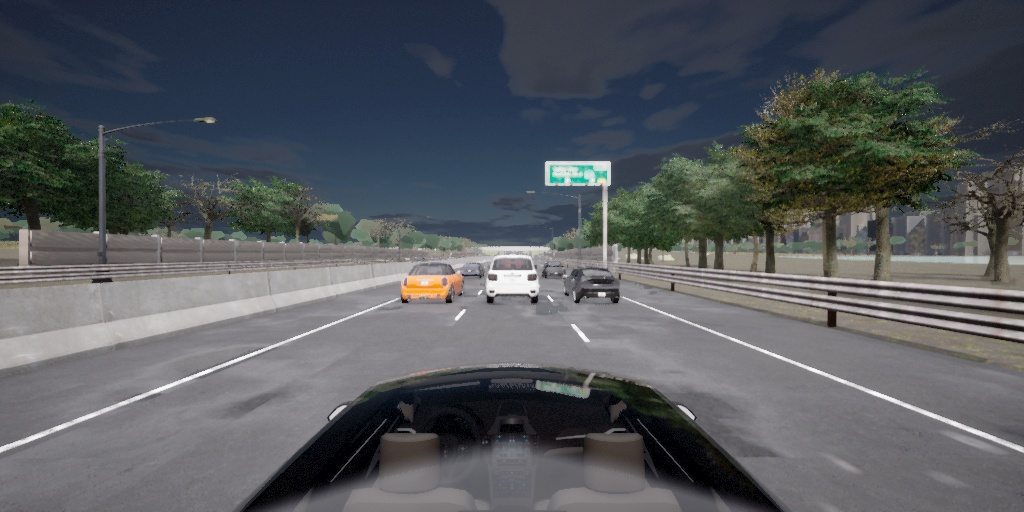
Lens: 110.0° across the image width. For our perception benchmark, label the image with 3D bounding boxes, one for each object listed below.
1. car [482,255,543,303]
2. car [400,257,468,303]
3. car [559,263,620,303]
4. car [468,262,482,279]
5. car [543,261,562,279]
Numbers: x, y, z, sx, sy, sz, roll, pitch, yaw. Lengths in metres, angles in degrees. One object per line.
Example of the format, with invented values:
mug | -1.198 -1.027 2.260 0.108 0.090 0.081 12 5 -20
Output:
car | 0.024 0.985 16.486 2.150 2.045 5.566 0 0 0
car | -3.477 1.094 16.437 2.097 1.767 4.553 0 0 0
car | 3.524 1.244 16.446 1.837 1.490 4.892 0 0 0
car | -3.408 1.246 31.451 2.033 1.411 5.357 0 0 0
car | 3.591 1.178 31.408 2.128 1.511 4.902 0 0 0
